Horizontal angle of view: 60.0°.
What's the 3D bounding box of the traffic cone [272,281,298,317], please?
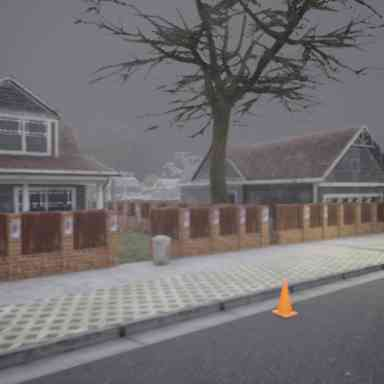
[{"bbox_3d":[1.737,1.955,6.193,0.340,0.580,0.340,0,0,-34],"label":"traffic cone"}]
